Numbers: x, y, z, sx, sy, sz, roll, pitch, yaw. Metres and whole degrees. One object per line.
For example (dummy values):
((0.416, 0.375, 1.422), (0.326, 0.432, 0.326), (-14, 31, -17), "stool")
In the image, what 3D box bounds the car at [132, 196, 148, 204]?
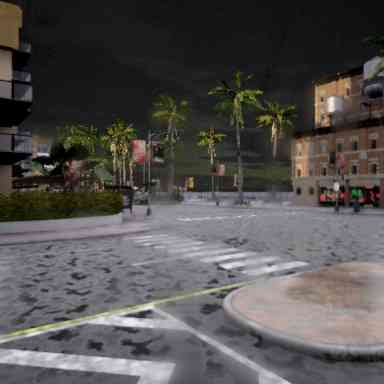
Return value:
((-10.288, 1.503, 64.521), (1.837, 1.490, 4.892), (0, 0, -36), "car")
